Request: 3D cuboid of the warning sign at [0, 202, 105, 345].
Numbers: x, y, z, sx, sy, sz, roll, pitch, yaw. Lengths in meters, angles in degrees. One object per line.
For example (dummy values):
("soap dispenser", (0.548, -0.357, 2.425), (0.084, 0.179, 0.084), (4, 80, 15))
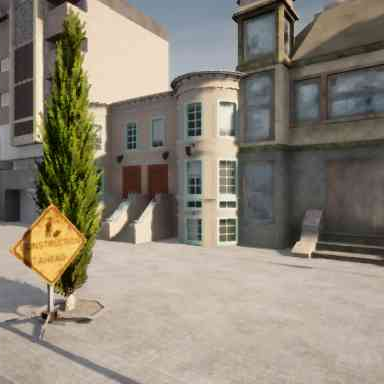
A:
("warning sign", (-2.247, 1.115, 5.288), (1.060, 1.860, 1.300), (0, 0, 36))
